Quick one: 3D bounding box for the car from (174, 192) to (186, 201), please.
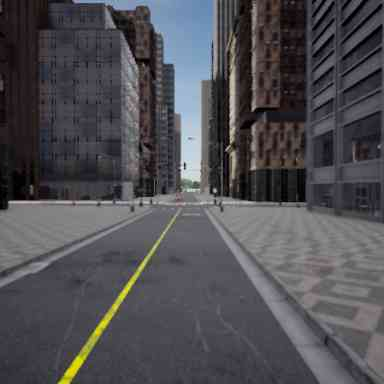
[{"bbox_3d":[-3.019,1.296,77.475,2.097,1.767,4.553,0,0,0],"label":"car"}]
